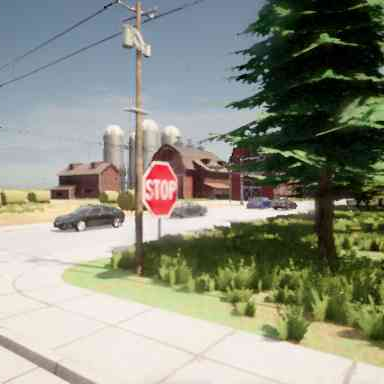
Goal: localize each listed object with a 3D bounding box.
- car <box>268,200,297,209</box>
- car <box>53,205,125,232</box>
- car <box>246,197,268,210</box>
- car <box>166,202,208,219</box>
[{"bbox_3d":[12.094,1.645,43.277,2.033,1.411,5.357,0,0,33],"label":"car"},{"bbox_3d":[-6.450,1.611,21.252,1.837,1.490,4.892,0,0,33],"label":"car"},{"bbox_3d":[9.049,1.464,45.195,2.097,1.767,4.553,0,0,33],"label":"car"},{"bbox_3d":[-0.506,1.656,30.466,2.033,1.411,5.357,0,0,33],"label":"car"}]
